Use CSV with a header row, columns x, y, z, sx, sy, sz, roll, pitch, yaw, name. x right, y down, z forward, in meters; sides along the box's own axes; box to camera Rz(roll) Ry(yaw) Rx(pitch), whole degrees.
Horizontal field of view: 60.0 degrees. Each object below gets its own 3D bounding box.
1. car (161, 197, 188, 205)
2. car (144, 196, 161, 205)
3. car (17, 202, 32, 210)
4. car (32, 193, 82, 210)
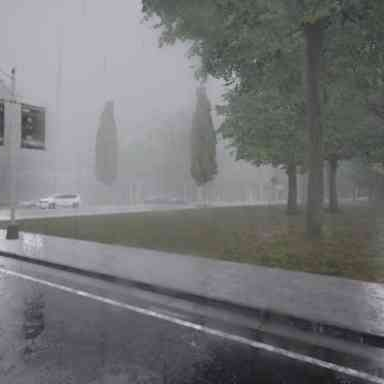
x,y,z,sx,sy,sz,roll,pitch,yaw,name
-2.834,1.690,61.943,2.033,1.411,5.357,0,0,35,car
-6.838,1.586,61.932,1.882,1.535,5.008,0,0,36,car
-20.009,1.561,43.195,1.895,1.301,4.718,0,0,35,car
-16.708,1.205,42.237,2.150,2.045,5.566,0,0,35,car
